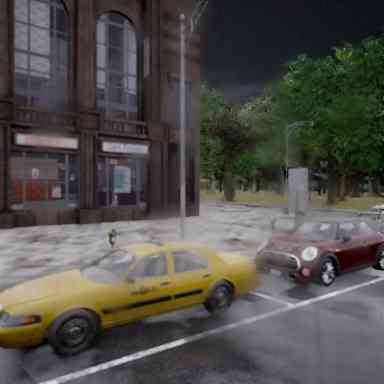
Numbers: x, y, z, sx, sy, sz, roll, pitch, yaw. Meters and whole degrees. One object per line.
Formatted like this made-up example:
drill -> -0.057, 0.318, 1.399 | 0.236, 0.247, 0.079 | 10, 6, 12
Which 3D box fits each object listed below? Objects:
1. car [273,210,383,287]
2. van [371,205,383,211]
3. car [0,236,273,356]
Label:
car -> 3.673, 1.438, 9.271 | 4.097, 1.590, 1.967 | 0, 0, -36
van -> 8.099, 1.339, 12.430 | 3.998, 1.788, 1.690 | 0, 0, -36
car -> -0.892, 1.525, 6.014 | 4.829, 1.417, 1.752 | 0, 0, -36
